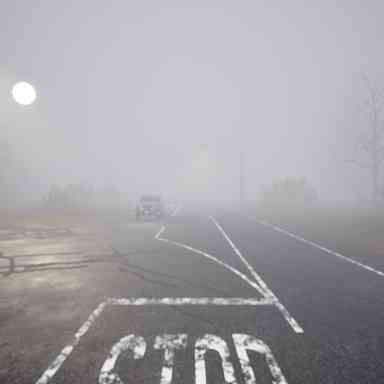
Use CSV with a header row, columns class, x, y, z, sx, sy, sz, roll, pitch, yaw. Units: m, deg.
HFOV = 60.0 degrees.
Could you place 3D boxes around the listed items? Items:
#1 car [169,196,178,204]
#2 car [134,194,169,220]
class,x,y,z,sx,sy,sz,roll,pitch,yaw
car,-3.644,1.489,61.074,2.128,1.511,4.902,0,0,0
car,-3.519,1.228,28.597,2.150,2.045,5.566,0,0,0
